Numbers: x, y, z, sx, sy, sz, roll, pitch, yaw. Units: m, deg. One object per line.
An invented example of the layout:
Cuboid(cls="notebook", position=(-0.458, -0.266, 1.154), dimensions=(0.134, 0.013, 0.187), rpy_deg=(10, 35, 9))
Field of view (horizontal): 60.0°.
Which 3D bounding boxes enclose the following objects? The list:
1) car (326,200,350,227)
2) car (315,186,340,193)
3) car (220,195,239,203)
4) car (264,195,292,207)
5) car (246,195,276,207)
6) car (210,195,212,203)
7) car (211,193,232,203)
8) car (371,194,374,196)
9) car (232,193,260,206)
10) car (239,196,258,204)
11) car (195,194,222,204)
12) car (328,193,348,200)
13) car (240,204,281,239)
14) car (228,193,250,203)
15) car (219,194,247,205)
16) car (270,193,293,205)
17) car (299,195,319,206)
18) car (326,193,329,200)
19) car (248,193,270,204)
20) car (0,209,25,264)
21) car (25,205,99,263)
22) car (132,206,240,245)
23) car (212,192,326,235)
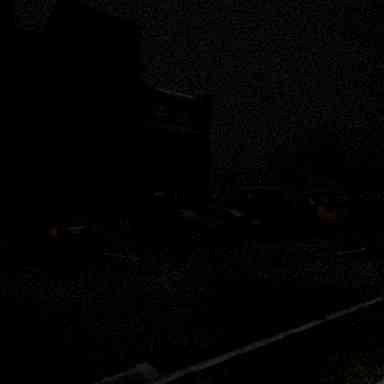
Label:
Cuboid(cls="car", position=(6.651, 1.450, 20.845), dimensions=(5.366, 1.575, 1.946), rpy_deg=(-1, 0, 35))
Cuboid(cls="car", position=(25.651, -0.210, 64.152), dimensions=(2.150, 2.045, 5.566), rpy_deg=(2, 3, -34))
Cuboid(cls="car", position=(8.638, 1.666, 76.355), dimensions=(1.946, 1.575, 5.366), rpy_deg=(1, -2, 35))
Cuboid(cls="car", position=(11.245, 1.191, 43.152), dimensions=(2.002, 1.452, 4.674), rpy_deg=(1, 0, 35))
Cuboid(cls="car", position=(9.557, 1.152, 45.581), dimensions=(2.231, 1.521, 4.892), rpy_deg=(0, -1, 35))
Cuboid(cls="car", position=(4.508, 1.154, 52.875), dimensions=(2.231, 1.521, 4.892), rpy_deg=(0, -1, 35))
Cuboid(cls="car", position=(7.047, 1.428, 79.024), dimensions=(2.435, 2.045, 5.566), rpy_deg=(1, -2, 35))
Cuboid(cls="car", position=(27.693, 1.421, 49.215), dimensions=(2.435, 2.045, 5.566), rpy_deg=(1, -2, 35))
Cuboid(cls="car", position=(7.857, 1.026, 47.993), dimensions=(2.185, 1.767, 4.553), rpy_deg=(0, -1, 35))
Cuboid(cls="car", position=(12.169, 1.677, 71.539), dimensions=(2.231, 1.521, 4.892), rpy_deg=(1, -2, 35))
Cuboid(cls="car", position=(2.810, 1.182, 55.286), dimensions=(2.163, 1.488, 4.792), rpy_deg=(1, -1, 35))
Cuboid(cls="car", position=(24.219, 1.545, 54.130), dimensions=(2.185, 1.767, 4.553), rpy_deg=(1, -2, 35))
Cuboid(cls="car", position=(1.873, 1.510, 17.253), dimensions=(4.674, 1.452, 2.002), rpy_deg=(-1, -1, 35))
Cuboid(cls="car", position=(10.451, 1.424, 74.006), dimensions=(2.435, 2.045, 5.566), rpy_deg=(1, -2, 35))
Cuboid(cls="car", position=(6.291, 1.152, 50.603), dimensions=(1.946, 1.575, 5.366), rpy_deg=(0, -1, 35))
Cuboid(cls="car", position=(17.344, 1.422, 64.068), dimensions=(2.435, 2.045, 5.566), rpy_deg=(1, -2, 35))
Cuboid(cls="car", position=(20.809, 1.549, 59.146), dimensions=(2.185, 1.767, 4.553), rpy_deg=(1, -2, 35))
Cuboid(cls="car", position=(22.538, 1.549, 56.661), dimensions=(2.185, 1.767, 4.553), rpy_deg=(1, -2, 35))
Cuboid(cls="car", position=(13.934, 1.426, 69.086), dimensions=(2.435, 2.045, 5.566), rpy_deg=(1, -2, 35))
Cuboid(cls="car", position=(-7.940, 1.214, 10.277), dimensions=(5.566, 2.045, 2.435), rpy_deg=(-1, -1, 35))
Cuboid(cls="car", position=(-5.491, 1.341, 12.004), dimensions=(4.553, 1.767, 2.185), rpy_deg=(-1, -1, 35))
Cuboid(cls="car", position=(-0.599, 1.471, 15.509), dimensions=(5.008, 1.535, 2.097), rpy_deg=(-1, -1, 35))
Cuboid(cls="car", position=(4.308, 1.212, 19.007), dimensions=(5.566, 2.045, 2.435), rpy_deg=(-1, 0, 35))
